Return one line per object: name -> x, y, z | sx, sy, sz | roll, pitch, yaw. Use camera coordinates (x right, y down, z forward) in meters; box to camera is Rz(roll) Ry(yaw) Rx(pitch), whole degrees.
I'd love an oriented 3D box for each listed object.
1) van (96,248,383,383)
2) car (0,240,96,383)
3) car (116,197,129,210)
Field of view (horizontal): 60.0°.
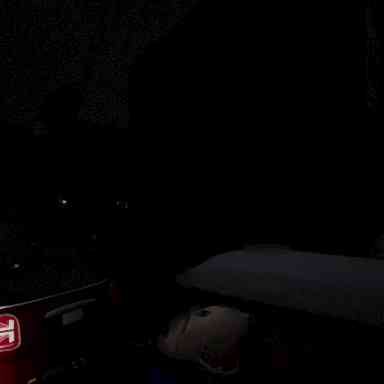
van -> 1.494, 1.341, 1.753 | 3.998, 1.788, 1.690 | 0, 0, 35
car -> -2.935, 1.441, 4.908 | 4.097, 1.590, 1.967 | 0, 0, 35
car -> -7.241, 1.311, 41.222 | 2.097, 1.767, 4.553 | -1, 0, 35
